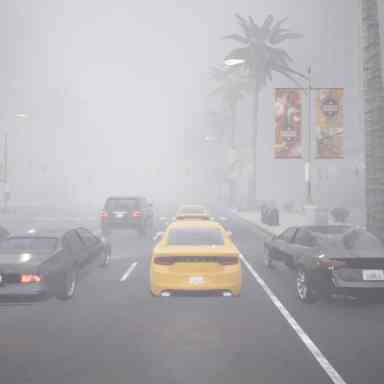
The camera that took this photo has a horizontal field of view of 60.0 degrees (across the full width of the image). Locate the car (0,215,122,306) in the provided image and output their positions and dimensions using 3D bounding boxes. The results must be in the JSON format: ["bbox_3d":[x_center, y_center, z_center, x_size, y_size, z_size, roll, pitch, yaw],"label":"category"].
[{"bbox_3d":[-3.422,1.547,8.275,2.033,1.411,5.357,0,0,0],"label":"car"}]

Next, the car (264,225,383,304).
[{"bbox_3d":[3.166,1.513,8.206,2.161,1.482,4.786,0,0,-1],"label":"car"}]

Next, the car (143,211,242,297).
[{"bbox_3d":[0.073,1.478,8.618,1.882,1.535,5.008,0,0,0],"label":"car"}]

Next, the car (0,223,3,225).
[{"bbox_3d":[-7.116,1.352,9.202,2.097,1.767,4.553,0,0,0],"label":"car"}]

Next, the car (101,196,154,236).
[{"bbox_3d":[-3.462,1.222,18.546,2.150,2.045,5.566,0,0,0],"label":"car"}]

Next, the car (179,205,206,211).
[{"bbox_3d":[0.036,1.478,18.816,1.882,1.535,5.008,0,0,0],"label":"car"}]
